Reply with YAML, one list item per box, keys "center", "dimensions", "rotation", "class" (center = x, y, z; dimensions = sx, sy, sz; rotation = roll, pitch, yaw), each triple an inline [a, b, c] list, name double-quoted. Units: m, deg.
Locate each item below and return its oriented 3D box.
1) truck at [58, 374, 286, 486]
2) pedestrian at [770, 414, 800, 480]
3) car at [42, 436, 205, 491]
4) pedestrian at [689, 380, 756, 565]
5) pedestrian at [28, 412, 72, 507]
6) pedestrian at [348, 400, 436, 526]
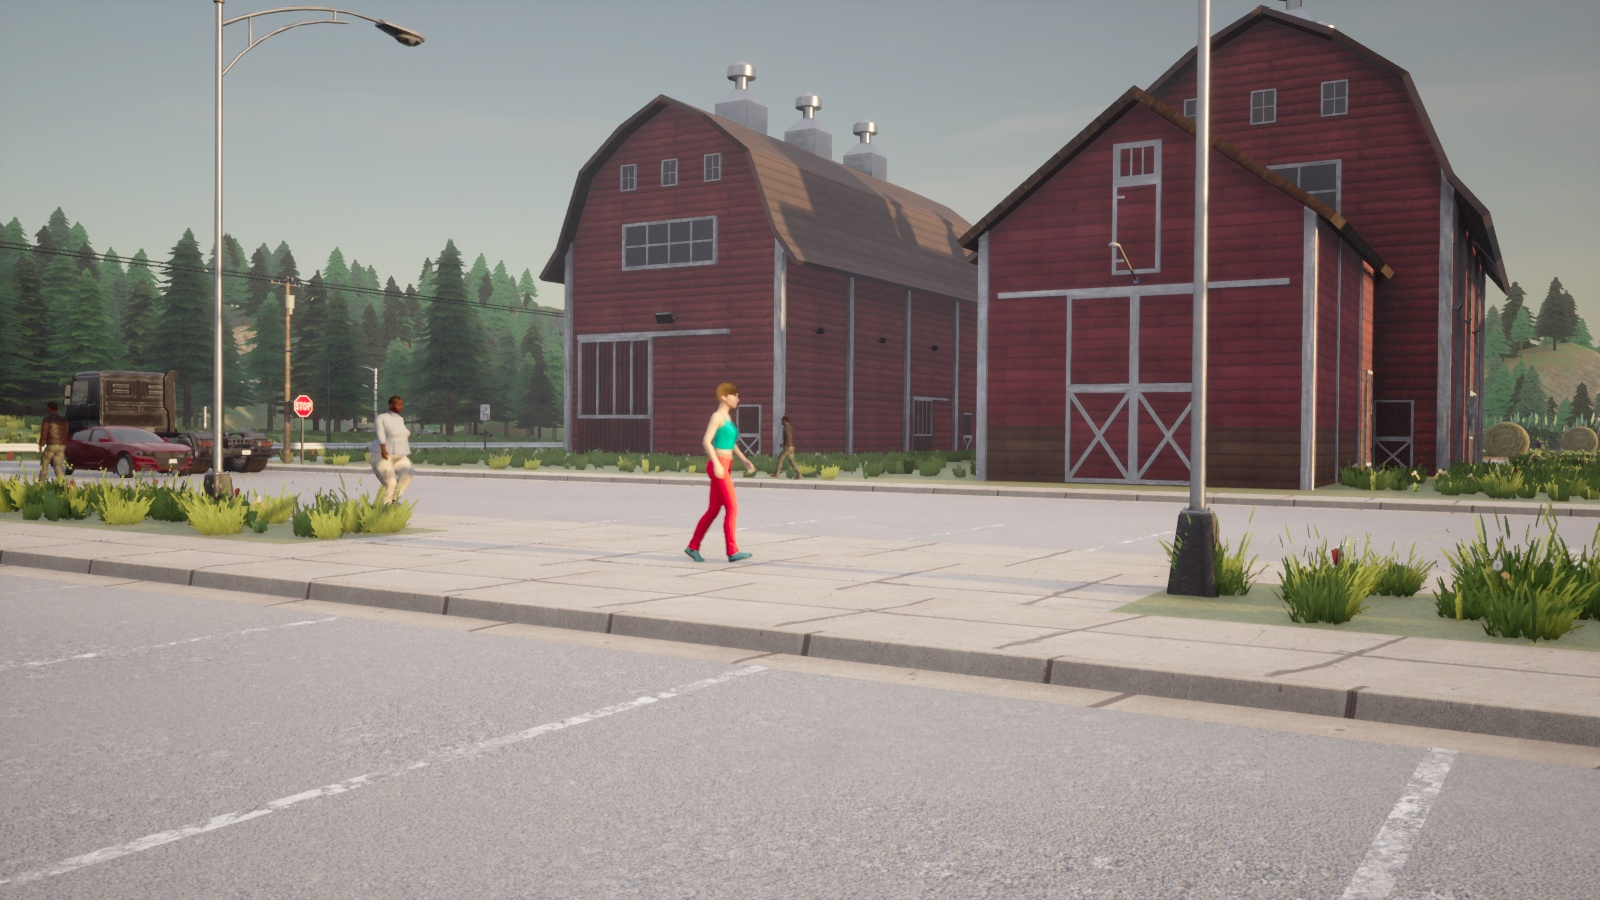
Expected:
- center: [-20.993, -0.632, 41.844]
  dimensions: [7.936, 3.462, 2.891]
  rotation: [0, 1, 30]
  class: "truck"
- center: [-0.420, -0.094, 35.456]
  dimensions: [0.703, 1.840, 0.431]
  rotation: [0, 1, 30]
  class: "pedestrian"
- center: [-20.110, 0.382, 37.269]
  dimensions: [5.008, 1.535, 1.882]
  rotation: [0, 1, 30]
  class: "car"
- center: [-0.782, 0.223, 12.731]
  dimensions: [0.594, 1.836, 0.345]
  rotation: [0, 1, 11]
  class: "pedestrian"
- center: [-14.860, 0.181, 24.882]
  dimensions: [0.703, 1.840, 0.431]
  rotation: [0, 1, 31]
  class: "pedestrian"
- center: [-6.204, 0.182, 19.106]
  dimensions: [0.900, 1.855, 0.874]
  rotation: [0, 1, 26]
  class: "pedestrian"
